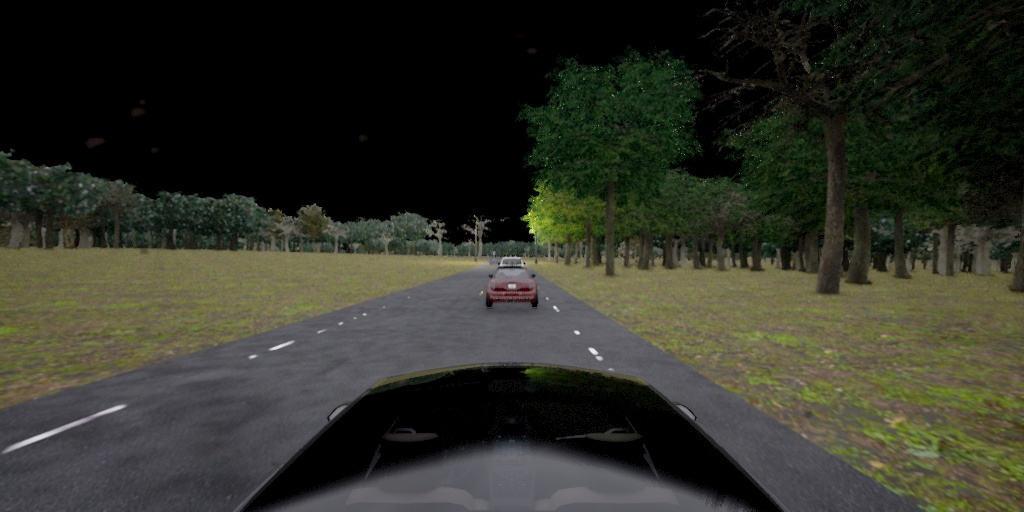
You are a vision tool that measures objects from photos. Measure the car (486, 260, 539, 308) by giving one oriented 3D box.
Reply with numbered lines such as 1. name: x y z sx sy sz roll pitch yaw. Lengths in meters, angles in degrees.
1. car: 0.002 1.202 15.914 2.097 1.767 4.553 0 0 0

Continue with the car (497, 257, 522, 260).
1. car: -0.003 1.125 30.875 2.150 2.045 5.566 0 0 0
